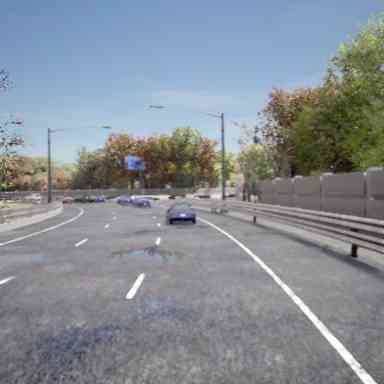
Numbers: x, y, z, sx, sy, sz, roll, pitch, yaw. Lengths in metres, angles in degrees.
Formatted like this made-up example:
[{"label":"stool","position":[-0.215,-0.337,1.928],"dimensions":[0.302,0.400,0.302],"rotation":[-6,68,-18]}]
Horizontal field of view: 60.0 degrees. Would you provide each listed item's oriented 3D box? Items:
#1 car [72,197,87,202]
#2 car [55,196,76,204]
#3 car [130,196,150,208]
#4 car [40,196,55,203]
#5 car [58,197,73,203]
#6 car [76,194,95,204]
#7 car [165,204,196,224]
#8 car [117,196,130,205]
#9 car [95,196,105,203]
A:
[{"label":"car","position":[-28.573,1.889,84.366],"dimensions":[1.994,1.385,4.181],"rotation":[-1,0,-42]},{"label":"car","position":[-27.372,1.855,71.769],"dimensions":[1.812,1.442,4.674],"rotation":[-1,0,-38]},{"label":"car","position":[-7.572,1.590,50.021],"dimensions":[1.812,1.442,4.674],"rotation":[-1,0,-22]},{"label":"car","position":[-33.966,1.897,79.880],"dimensions":[1.882,1.535,5.008],"rotation":[-1,0,-42]},{"label":"car","position":[-31.213,1.972,82.069],"dimensions":[1.895,1.301,4.718],"rotation":[-1,0,-42]},{"label":"car","position":[-24.039,1.506,73.132],"dimensions":[2.150,2.045,5.566],"rotation":[-1,0,-38]},{"label":"car","position":[-0.895,1.558,24.823],"dimensions":[1.994,1.385,4.181],"rotation":[-1,0,-8]},{"label":"car","position":[-12.184,1.472,60.286],"dimensions":[2.097,1.767,4.553],"rotation":[-1,0,-27]},{"label":"car","position":[-21.685,1.599,75.847],"dimensions":[2.097,1.767,4.553],"rotation":[-1,0,-38]}]
